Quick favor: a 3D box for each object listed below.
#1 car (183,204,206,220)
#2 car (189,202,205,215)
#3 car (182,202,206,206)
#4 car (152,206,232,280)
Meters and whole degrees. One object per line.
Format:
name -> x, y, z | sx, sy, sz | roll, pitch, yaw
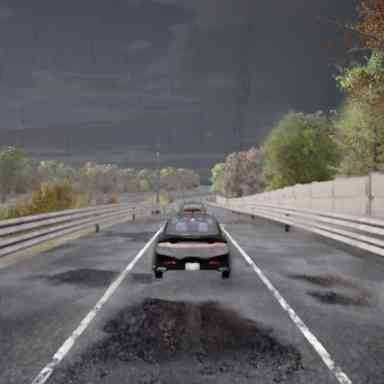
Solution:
car -> 0.282, 1.708, 29.721 | 1.895, 1.301, 4.718 | 0, -2, 1
car -> 0.709, 2.057, 42.587 | 1.882, 1.535, 5.008 | 0, -2, 3
car -> 0.051, 1.422, 21.850 | 1.837, 1.490, 4.892 | 0, -1, 0
car -> 0.010, 1.345, 9.439 | 2.128, 1.511, 4.902 | 0, 0, 0
